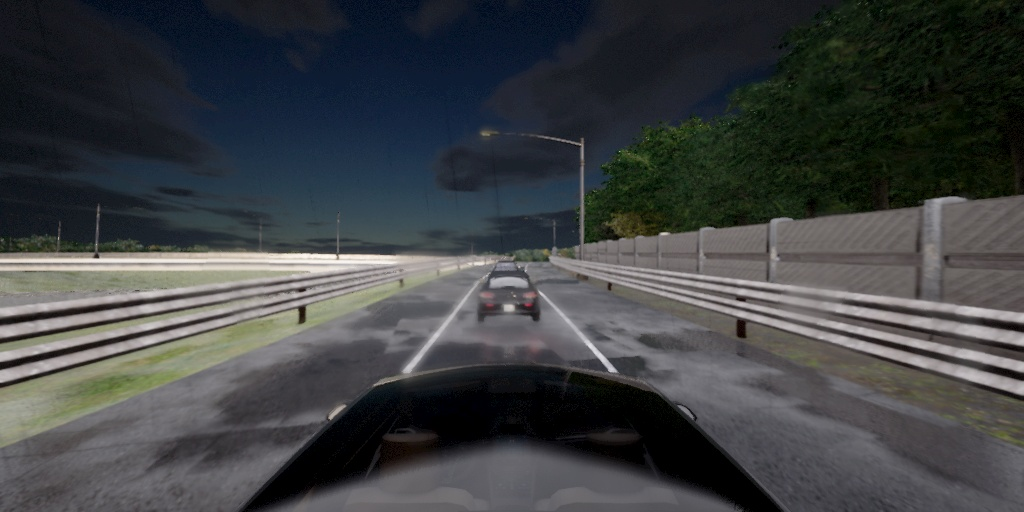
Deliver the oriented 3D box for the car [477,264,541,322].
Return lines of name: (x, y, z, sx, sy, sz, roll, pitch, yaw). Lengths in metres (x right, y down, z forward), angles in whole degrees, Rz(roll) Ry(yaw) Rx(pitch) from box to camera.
car: (-0.111, 1.161, 11.644, 1.812, 1.442, 4.674, 0, 1, -1)

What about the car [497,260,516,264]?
car: (-0.404, 1.019, 25.500, 2.033, 1.411, 5.357, 0, 1, 0)
